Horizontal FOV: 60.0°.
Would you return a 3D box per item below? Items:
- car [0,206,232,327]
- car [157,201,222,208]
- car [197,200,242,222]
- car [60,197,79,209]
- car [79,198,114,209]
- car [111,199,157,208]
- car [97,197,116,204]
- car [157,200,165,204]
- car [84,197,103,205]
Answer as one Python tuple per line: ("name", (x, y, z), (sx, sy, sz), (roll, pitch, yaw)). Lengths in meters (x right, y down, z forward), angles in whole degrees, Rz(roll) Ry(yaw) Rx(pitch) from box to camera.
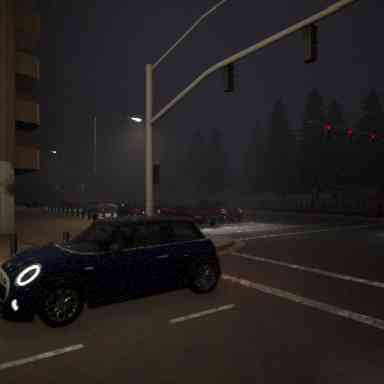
("car", (-1.600, 1.352, 7.149), (4.553, 1.767, 2.097), (0, 0, -35))
("car", (-0.286, 1.581, 23.533), (1.812, 1.442, 4.674), (0, 0, -37))
("car", (1.895, 1.407, 26.465), (2.097, 1.767, 4.553), (0, 0, -36))
("car", (-17.256, 1.533, 47.131), (1.882, 1.535, 5.008), (0, 0, -35))
("car", (-11.146, 1.656, 38.586), (1.895, 1.301, 4.718), (0, 0, -36))
("car", (-5.403, 1.619, 30.602), (1.994, 1.385, 4.181), (0, 0, -36))
("car", (-16.662, 1.656, 64.508), (1.895, 1.301, 4.718), (0, 0, -36))
("car", (-3.342, 1.547, 33.734), (2.128, 1.511, 4.902), (0, 0, -36))
("car", (-17.987, 1.656, 60.388), (1.895, 1.301, 4.718), (0, 0, -36))
